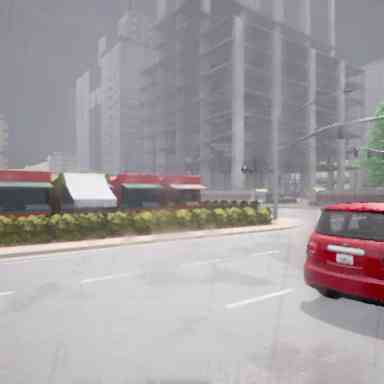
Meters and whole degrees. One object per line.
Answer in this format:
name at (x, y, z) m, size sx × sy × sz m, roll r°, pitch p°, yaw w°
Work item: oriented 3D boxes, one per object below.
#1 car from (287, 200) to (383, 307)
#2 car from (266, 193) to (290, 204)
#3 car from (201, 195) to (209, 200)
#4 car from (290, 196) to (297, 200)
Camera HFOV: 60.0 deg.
car at (4.793, 1.227, 7.204) m, size 5.566 × 2.045 × 2.150 m, roll 0°, pitch 0°, yaw -35°
car at (15.250, 1.142, 60.706) m, size 1.905 × 1.878 × 3.866 m, roll 0°, pitch 0°, yaw -36°
car at (0.202, 1.180, 41.111) m, size 2.150 × 2.045 × 5.566 m, roll 0°, pitch 0°, yaw -36°
car at (17.642, 1.144, 62.418) m, size 1.905 × 1.878 × 3.866 m, roll 0°, pitch 0°, yaw -36°
